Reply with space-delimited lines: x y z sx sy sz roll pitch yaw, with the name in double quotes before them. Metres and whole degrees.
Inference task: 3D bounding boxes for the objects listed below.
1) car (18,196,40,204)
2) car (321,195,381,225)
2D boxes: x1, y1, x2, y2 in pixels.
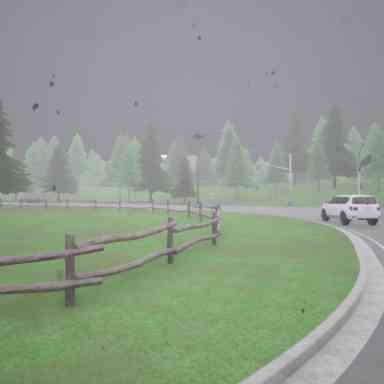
"car" -31.989 1.523 65.046 4.674 1.442 1.812 0 0 21
"car" 11.236 1.221 23.940 2.150 2.045 5.566 0 0 0
